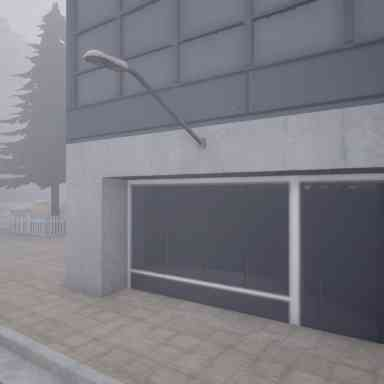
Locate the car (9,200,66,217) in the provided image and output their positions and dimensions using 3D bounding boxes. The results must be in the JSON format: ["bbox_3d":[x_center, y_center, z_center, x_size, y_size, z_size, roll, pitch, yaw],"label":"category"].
[{"bbox_3d":[-13.847,1.493,30.159,1.882,1.535,5.008,0,0,34],"label":"car"}]
